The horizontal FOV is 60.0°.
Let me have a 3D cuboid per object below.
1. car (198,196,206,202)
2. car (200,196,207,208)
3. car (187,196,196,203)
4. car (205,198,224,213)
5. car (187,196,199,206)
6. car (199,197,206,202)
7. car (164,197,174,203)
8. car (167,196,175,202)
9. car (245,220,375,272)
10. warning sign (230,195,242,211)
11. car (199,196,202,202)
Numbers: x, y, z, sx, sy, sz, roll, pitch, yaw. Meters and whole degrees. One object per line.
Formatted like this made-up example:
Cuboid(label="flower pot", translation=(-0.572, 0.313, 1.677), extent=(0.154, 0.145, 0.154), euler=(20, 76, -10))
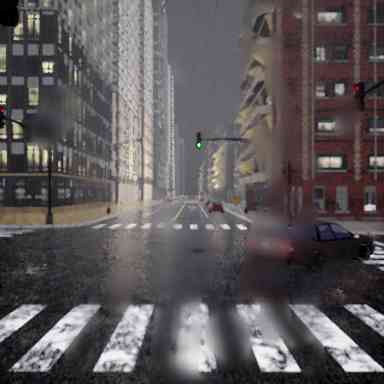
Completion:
Cuboid(label="car", translation=(2.644, 1.825, 90.582), extent=(1.967, 1.590, 4.097), euler=(0, 0, 0))
Cuboid(label="car", translation=(2.664, 1.756, 51.042), extent=(2.008, 1.369, 4.403), euler=(0, 0, 0))
Cuboid(label="car", translation=(-0.036, 1.602, 70.725), extent=(1.882, 1.535, 5.008), euler=(0, 0, 0))
Cuboid(label="car", translation=(2.722, 1.732, 38.125), extent=(1.802, 1.307, 4.206), euler=(0, 0, 0))
Cuboid(label="car", translation=(-0.031, 1.848, 60.752), extent=(1.895, 1.301, 4.718), euler=(0, 0, 0))
Cuboid(label="car", translation=(2.647, 1.940, 84.933), extent=(1.802, 1.307, 4.206), euler=(0, 0, 0))
Cuboid(label="car", translation=(-5.730, 1.882, 79.279), extent=(2.008, 1.369, 4.403), euler=(0, 0, 0))
Cuboid(label="car", translation=(-5.737, 1.930, 90.577), extent=(1.887, 1.381, 4.507), euler=(0, 0, 0))
Cuboid(label="car", translation=(4.141, 1.676, 11.230), extent=(5.357, 1.411, 2.033), euler=(2, -1, -38))
Cuboid(label="warning sign", translation=(5.045, 1.266, 38.243), extent=(1.300, 1.860, 1.060), euler=(0, 0, 0))
Cuboid(label="car", translation=(2.662, 1.780, 56.690), extent=(2.008, 1.369, 4.403), euler=(0, 0, 0))
